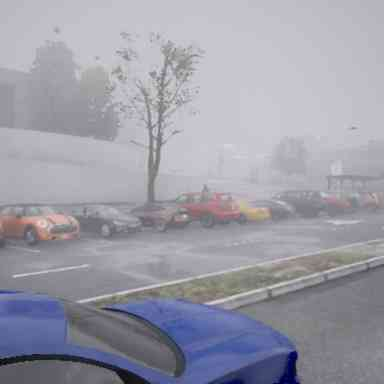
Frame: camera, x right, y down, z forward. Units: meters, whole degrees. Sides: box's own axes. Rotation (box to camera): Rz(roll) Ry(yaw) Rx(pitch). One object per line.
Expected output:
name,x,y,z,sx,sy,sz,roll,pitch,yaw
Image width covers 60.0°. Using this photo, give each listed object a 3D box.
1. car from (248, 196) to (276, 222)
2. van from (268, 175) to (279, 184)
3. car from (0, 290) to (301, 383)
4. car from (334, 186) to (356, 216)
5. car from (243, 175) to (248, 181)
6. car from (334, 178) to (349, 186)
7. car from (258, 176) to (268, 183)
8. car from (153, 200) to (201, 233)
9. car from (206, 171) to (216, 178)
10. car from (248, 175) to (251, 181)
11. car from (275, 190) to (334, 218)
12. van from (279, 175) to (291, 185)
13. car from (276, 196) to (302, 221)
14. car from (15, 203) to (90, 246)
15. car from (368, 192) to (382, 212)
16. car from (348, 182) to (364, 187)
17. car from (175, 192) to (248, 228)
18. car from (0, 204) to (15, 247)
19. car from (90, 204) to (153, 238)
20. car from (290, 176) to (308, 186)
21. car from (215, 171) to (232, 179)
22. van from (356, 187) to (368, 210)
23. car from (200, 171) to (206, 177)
car,2.477,1.243,22.230,5.366,1.575,1.946,-1,0,34
van,19.265,-2.792,73.939,1.878,1.987,4.442,7,4,35
car,-1.337,1.476,2.177,5.008,1.535,1.882,-2,1,-36
car,10.005,0.847,27.340,5.566,2.045,2.435,-1,-1,35
car,14.086,-3.347,81.432,2.002,1.452,4.674,6,4,34
car,28.020,-1.455,61.759,2.435,2.045,5.566,6,4,35
car,17.681,-2.845,76.665,1.946,1.575,5.366,6,4,35
car,-2.275,1.369,18.644,4.792,1.488,2.163,-1,0,34
car,7.081,-4.728,91.166,2.435,2.045,5.566,7,4,34
car,15.840,-3.074,78.977,2.002,1.452,4.674,7,4,34
car,7.497,0.896,25.628,5.566,2.045,2.435,-1,0,35
van,21.005,-2.519,71.476,1.878,1.987,4.442,7,4,35
car,5.079,1.235,23.866,4.674,1.452,2.002,-1,0,35
car,-7.153,1.316,15.156,4.553,1.767,2.185,-1,0,34
car,14.943,0.878,30.776,4.553,1.767,2.185,-1,0,35
car,29.726,-0.892,59.298,2.002,1.452,4.674,6,4,35
car,0.160,1.040,20.394,5.566,2.045,2.435,-1,0,34
car,-9.542,1.368,13.366,4.553,1.767,2.185,-1,0,34
car,-4.690,1.391,16.890,4.892,1.521,2.231,-1,0,34
car,22.779,-2.021,69.124,2.231,1.521,4.892,6,4,35
car,8.946,-4.209,88.918,1.946,1.575,5.366,6,4,34
van,12.538,0.824,29.017,4.442,1.987,1.878,-1,0,35
car,5.277,-4.879,93.625,2.185,1.767,4.553,6,3,33
